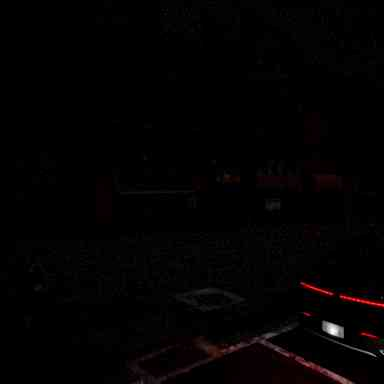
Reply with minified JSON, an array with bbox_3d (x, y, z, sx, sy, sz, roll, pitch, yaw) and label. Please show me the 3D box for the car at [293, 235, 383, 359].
[{"bbox_3d":[3.764,1.504,5.657,4.892,1.490,1.837,0,0,-36],"label":"car"}]
